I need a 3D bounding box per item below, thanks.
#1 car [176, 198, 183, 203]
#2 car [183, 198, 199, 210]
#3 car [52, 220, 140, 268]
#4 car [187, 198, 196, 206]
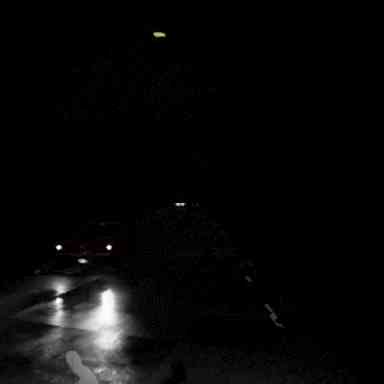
[{"bbox_3d":[-3.038,2.261,87.872,2.128,1.511,4.902,0,-1,0],"label":"car"},{"bbox_3d":[0.077,1.940,50.187,2.033,1.411,5.357,0,0,0],"label":"car"},{"bbox_3d":[-3.105,1.686,11.697,1.895,1.301,4.718,0,0,0],"label":"car"},{"bbox_3d":[-0.030,2.063,71.633,1.882,1.535,5.008,0,-1,0],"label":"car"}]
